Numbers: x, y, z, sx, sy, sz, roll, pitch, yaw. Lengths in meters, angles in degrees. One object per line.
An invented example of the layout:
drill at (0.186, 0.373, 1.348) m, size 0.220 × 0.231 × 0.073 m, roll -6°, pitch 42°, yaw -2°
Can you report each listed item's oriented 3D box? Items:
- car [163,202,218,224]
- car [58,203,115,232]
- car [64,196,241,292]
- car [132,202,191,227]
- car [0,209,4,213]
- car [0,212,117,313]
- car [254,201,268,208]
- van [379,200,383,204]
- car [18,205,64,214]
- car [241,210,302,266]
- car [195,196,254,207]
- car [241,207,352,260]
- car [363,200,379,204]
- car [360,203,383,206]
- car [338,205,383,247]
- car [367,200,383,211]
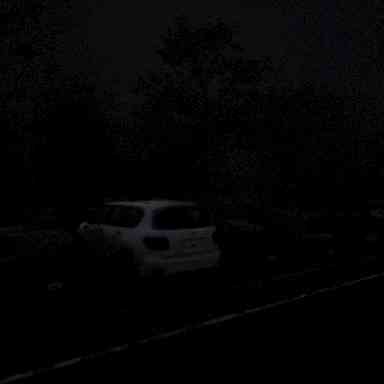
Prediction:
car at (-0.240, 1.608, 26.340) m, size 2.002 × 1.452 × 4.674 m, roll 1°, pitch 0°, yaw -36°
car at (-6.958, 1.536, 21.585) m, size 2.163 × 1.488 × 4.792 m, roll 0°, pitch 0°, yaw -35°
car at (-1.517, 1.240, 9.399) m, size 2.435 × 2.045 × 5.566 m, roll 0°, pitch 0°, yaw -36°
car at (-2.404, 1.547, 24.793) m, size 2.097 × 1.535 × 5.008 m, roll 1°, pitch 0°, yaw -36°
car at (-11.472, 1.472, 18.322) m, size 2.097 × 1.535 × 5.008 m, roll 0°, pitch 0°, yaw -36°
car at (-3.781, 1.474, 7.742) m, size 2.097 × 1.535 × 5.008 m, roll 0°, pitch 0°, yaw -36°
car at (4.310, 1.367, 29.556) m, size 2.435 × 2.045 × 5.566 m, roll 1°, pitch 0°, yaw -36°
van at (14.538, 1.423, 20.677) m, size 1.878 × 1.987 × 4.442 m, roll 1°, pitch 0°, yaw -36°
car at (-9.191, 1.519, 19.920) m, size 2.163 × 1.488 × 4.792 m, roll 0°, pitch 0°, yaw -36°
car at (0.786, 1.509, 11.002) m, size 2.231 × 1.521 × 4.892 m, roll 0°, pitch 0°, yaw -35°
car at (2.144, 1.342, 28.009) m, size 2.435 × 2.045 × 5.566 m, roll 1°, pitch 0°, yaw -35°
car at (3.078, 1.557, 12.607) m, size 2.163 × 1.488 × 4.792 m, roll 1°, pitch 0°, yaw -36°
car at (24.820, 1.855, 44.232) m, size 2.231 × 1.521 × 4.892 m, roll 1°, pitch 0°, yaw -35°
car at (9.797, 1.593, 17.665) m, size 1.946 × 1.575 × 5.366 m, roll 1°, pitch 0°, yaw -36°
car at (7.629, 1.571, 15.884) m, size 2.097 × 1.535 × 5.008 m, roll 1°, pitch 0°, yaw -36°
car at (27.191, 1.877, 45.690) m, size 1.946 × 1.575 × 5.366 m, roll 1°, pitch 0°, yaw -36°
